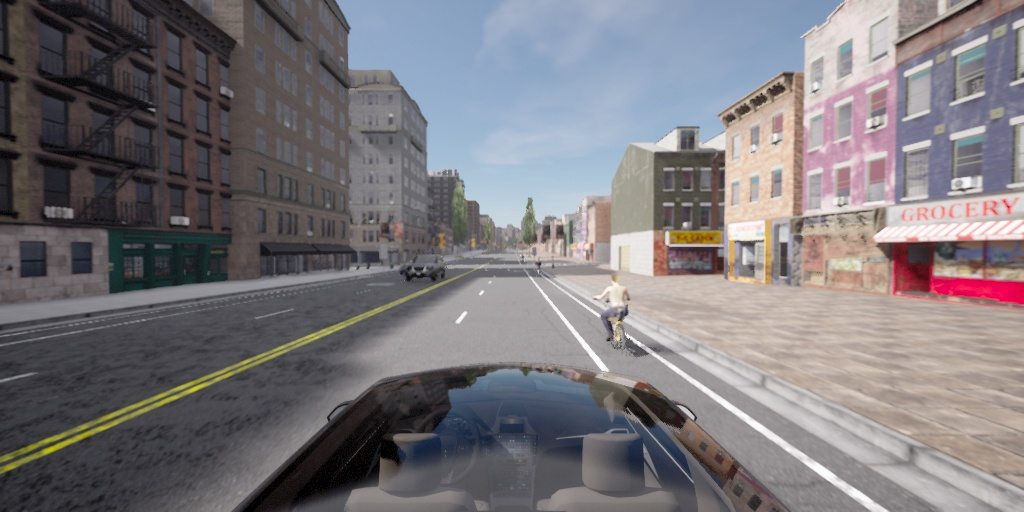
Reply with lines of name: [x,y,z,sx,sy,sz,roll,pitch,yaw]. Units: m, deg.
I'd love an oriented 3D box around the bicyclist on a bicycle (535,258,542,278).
bicyclist on a bicycle: [2.261,1.012,31.070,0.659,1.776,1.843,0,0,0]

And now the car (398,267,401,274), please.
car: [-9.816,1.152,36.309,2.033,1.411,5.357,0,0,0]

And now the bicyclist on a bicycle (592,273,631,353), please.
bicyclist on a bicycle: [2.217,1.177,7.797,0.866,1.612,1.509,0,0,0]

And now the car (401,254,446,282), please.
car: [-6.589,0.883,28.038,2.150,2.045,5.566,0,0,0]
